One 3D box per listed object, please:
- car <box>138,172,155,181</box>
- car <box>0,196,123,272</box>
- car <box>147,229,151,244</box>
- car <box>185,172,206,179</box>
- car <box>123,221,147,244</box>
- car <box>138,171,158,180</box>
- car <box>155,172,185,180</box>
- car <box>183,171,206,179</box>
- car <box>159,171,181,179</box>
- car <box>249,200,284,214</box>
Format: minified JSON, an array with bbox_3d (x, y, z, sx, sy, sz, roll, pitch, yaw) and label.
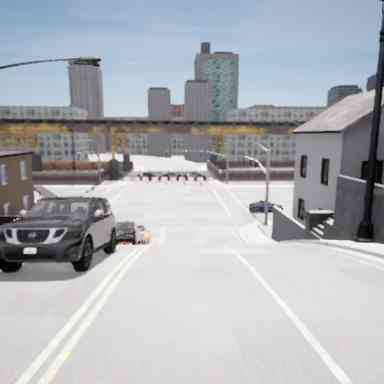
[{"bbox_3d":[-9.304,-3.374,70.433,4.974,1.542,2.038,9,13,42],"label":"car"},{"bbox_3d":[-3.837,1.126,10.483,2.150,2.045,5.566,0,-2,-2],"label":"car"},{"bbox_3d":[-4.344,3.335,25.835,2.097,1.767,4.553,0,-7,-3],"label":"car"},{"bbox_3d":[0.651,-3.518,71.446,4.974,1.542,2.038,5,11,27],"label":"car"},{"bbox_3d":[-4.180,2.546,20.689,1.837,1.490,4.892,0,-11,-2],"label":"car"},{"bbox_3d":[-9.342,-3.535,70.441,4.536,1.218,1.853,9,13,42],"label":"car"},{"bbox_3d":[-4.697,-3.380,70.548,4.974,1.542,2.038,-7,12,-37],"label":"car"},{"bbox_3d":[0.605,-3.677,71.443,4.536,1.218,1.853,5,11,27],"label":"car"},{"bbox_3d":[-4.656,-3.540,70.553,4.536,1.218,1.853,-7,12,-37],"label":"car"},{"bbox_3d":[9.179,1.771,41.209,4.181,1.385,1.994,-1,10,-4],"label":"car"}]
